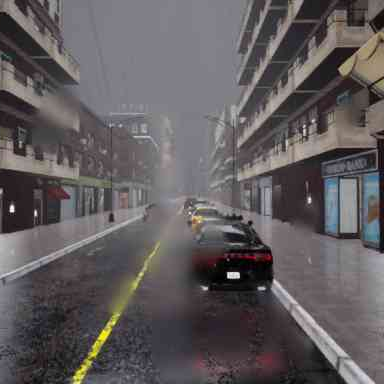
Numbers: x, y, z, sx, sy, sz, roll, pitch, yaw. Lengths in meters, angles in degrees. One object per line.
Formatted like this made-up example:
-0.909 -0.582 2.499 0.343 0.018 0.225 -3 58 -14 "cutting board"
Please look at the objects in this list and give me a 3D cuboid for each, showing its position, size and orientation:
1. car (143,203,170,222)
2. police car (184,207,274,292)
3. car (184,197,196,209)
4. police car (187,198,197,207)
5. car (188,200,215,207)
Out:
-2.788 1.593 26.860 1.812 1.442 4.674 0 0 0 "car"
0.813 1.437 9.125 1.930 1.638 5.238 0 0 0 "police car"
-0.043 1.504 47.585 2.097 1.767 4.553 0 0 0 "car"
0.789 1.485 25.127 1.930 1.638 5.238 0 0 0 "police car"
0.798 1.494 19.207 1.801 1.575 5.366 0 0 0 "car"
